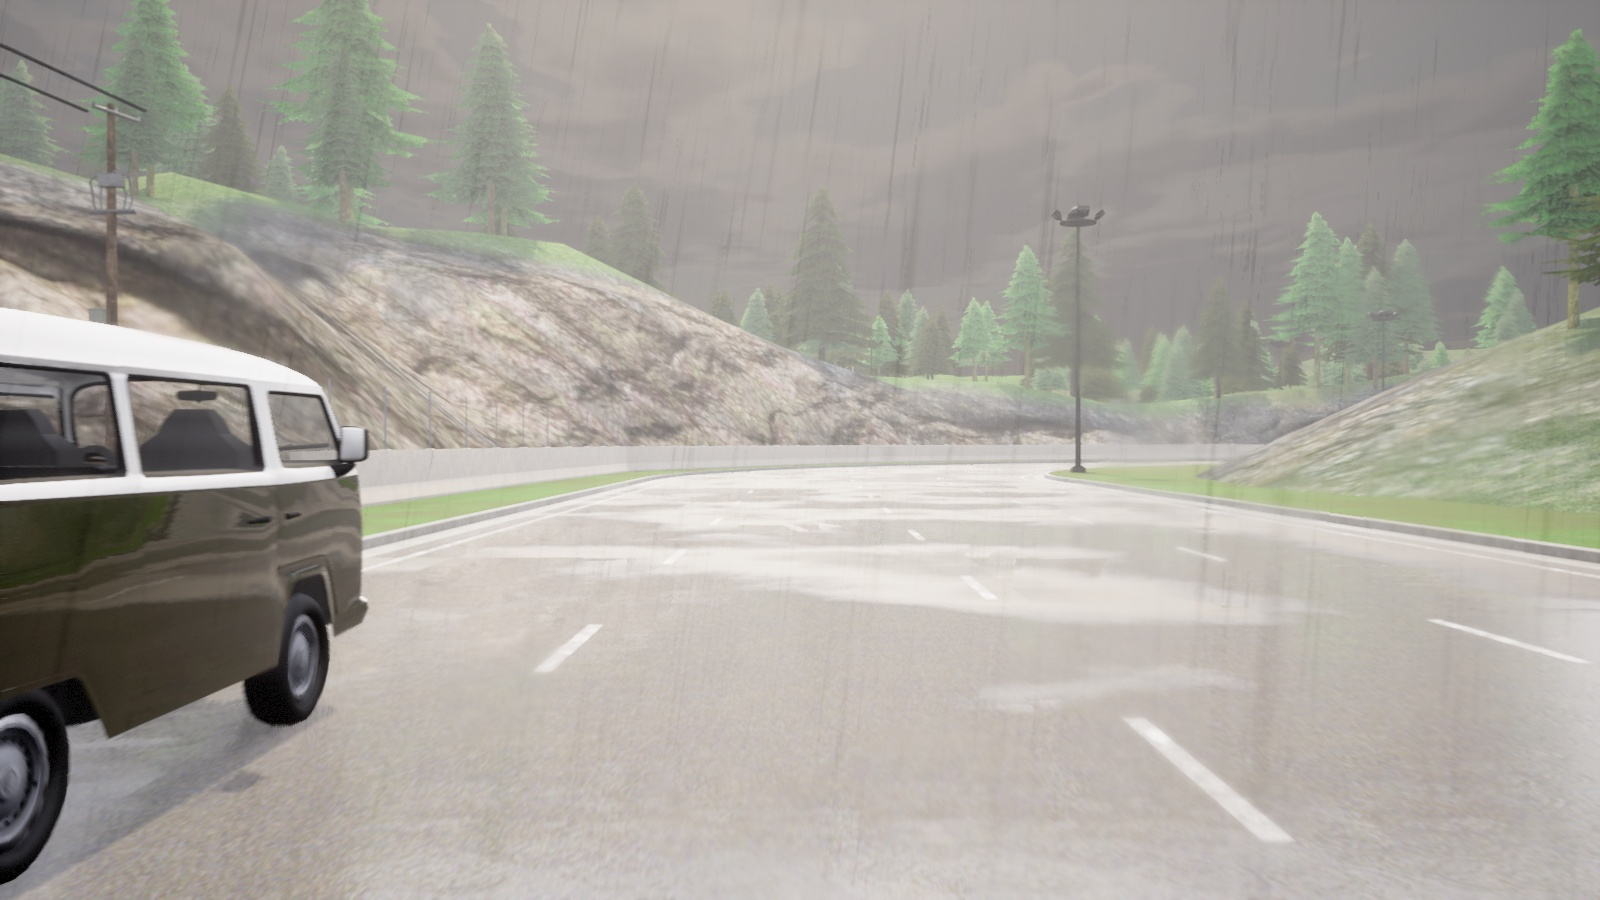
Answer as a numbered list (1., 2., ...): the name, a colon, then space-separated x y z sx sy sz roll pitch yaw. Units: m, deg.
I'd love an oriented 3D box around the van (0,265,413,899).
1. van: -3.453 0.438 5.562 2.069 2.038 4.480 0 1 0
